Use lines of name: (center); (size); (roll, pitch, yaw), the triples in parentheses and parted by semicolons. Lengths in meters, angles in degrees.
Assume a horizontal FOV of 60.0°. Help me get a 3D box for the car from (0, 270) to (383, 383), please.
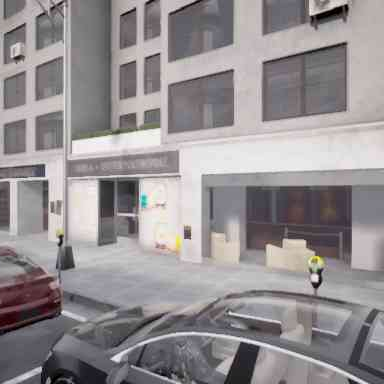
car: (0.508, 1.548, 2.717); (4.403, 1.369, 2.008); (0, 0, 35)

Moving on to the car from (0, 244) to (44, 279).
car: (-3.991, 1.578, 5.926); (4.206, 1.307, 1.802); (0, 0, 36)
